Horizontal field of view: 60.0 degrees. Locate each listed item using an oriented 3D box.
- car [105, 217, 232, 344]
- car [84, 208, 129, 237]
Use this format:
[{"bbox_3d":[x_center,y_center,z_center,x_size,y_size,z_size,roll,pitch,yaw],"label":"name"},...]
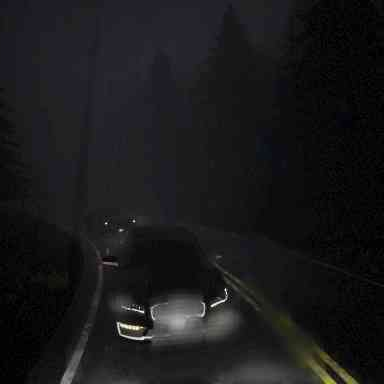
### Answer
[{"bbox_3d":[-0.645,1.495,6.803,1.837,1.490,4.892,-1,0,-11],"label":"car"},{"bbox_3d":[-4.631,1.611,18.540,1.895,1.301,4.718,-3,1,-29],"label":"car"}]
